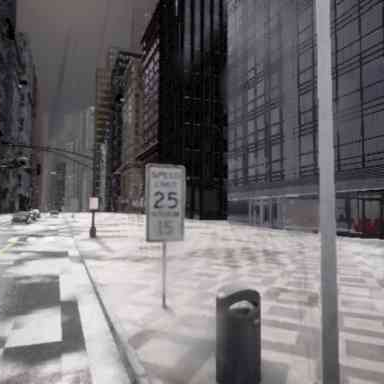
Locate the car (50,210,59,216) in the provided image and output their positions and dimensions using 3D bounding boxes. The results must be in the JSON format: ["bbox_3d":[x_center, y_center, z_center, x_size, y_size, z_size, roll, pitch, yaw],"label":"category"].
[{"bbox_3d":[-32.240,4.872,77.873,1.895,1.301,4.718,2,-3,-22],"label":"car"}]

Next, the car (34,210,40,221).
[{"bbox_3d":[-23.983,3.513,48.883,1.994,1.385,4.181,2,-3,-21],"label":"car"}]

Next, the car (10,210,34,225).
[{"bbox_3d":[-20.316,3.064,39.636,1.837,1.490,4.892,2,-3,-22],"label":"car"}]
